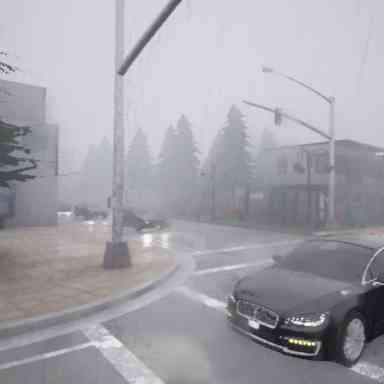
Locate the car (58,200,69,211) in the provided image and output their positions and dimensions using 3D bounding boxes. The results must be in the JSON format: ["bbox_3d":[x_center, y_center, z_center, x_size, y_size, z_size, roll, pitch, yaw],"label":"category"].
[{"bbox_3d":[-15.963,1.673,40.260,1.994,1.385,4.181,1,-1,-34],"label":"car"}]

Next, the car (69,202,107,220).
[{"bbox_3d":[-9.212,1.652,30.132,2.033,1.411,5.357,1,0,-34],"label":"car"}]

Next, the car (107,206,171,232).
[{"bbox_3d":[-3.407,1.648,21.452,2.033,1.411,5.357,1,0,-34],"label":"car"}]

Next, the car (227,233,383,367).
[{"bbox_3d":[2.783,1.566,5.987,4.892,1.490,1.837,0,0,-37],"label":"car"}]
